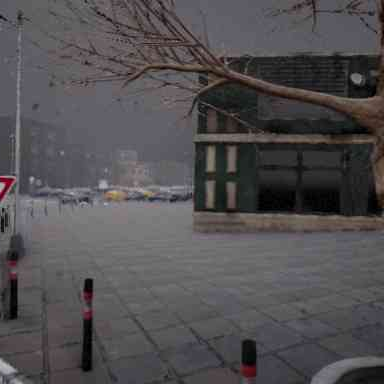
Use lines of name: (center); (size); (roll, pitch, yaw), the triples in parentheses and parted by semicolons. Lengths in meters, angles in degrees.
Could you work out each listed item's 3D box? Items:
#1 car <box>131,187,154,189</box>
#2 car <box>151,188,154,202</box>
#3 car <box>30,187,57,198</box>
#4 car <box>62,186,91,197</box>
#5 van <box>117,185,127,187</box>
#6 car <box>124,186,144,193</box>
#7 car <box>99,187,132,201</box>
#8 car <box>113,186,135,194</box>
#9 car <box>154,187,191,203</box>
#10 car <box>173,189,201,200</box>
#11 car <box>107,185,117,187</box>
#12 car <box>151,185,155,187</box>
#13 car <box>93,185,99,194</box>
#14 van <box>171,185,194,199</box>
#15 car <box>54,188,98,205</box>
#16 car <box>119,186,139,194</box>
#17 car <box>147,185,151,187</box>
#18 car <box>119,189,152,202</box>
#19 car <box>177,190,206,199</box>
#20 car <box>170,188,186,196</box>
car: (-8.672, 0.301, 59.672); (1.882, 1.535, 5.008); (2, 2, 16)
car: (-5.562, 0.483, 59.671); (1.895, 1.301, 4.718); (2, 2, 15)
car: (-23.380, 0.045, 52.971); (4.553, 1.767, 2.185); (1, 1, 15)
car: (-21.231, -0.105, 60.962); (4.553, 1.767, 2.185); (1, 1, 15)
van: (-17.565, -0.492, 74.251); (4.442, 1.987, 1.878); (2, 2, 15)
car: (-14.784, -0.620, 84.924); (4.553, 1.767, 2.185); (2, 2, 15)
car: (-11.376, 0.491, 49.660); (1.882, 1.535, 5.008); (2, 1, 15)
car: (-16.277, -0.510, 79.616); (4.553, 1.767, 2.185); (1, 2, 15)
car: (-2.987, 0.502, 51.217); (4.553, 1.767, 2.185); (1, 1, 15)
car: (-0.813, 0.336, 59.271); (4.553, 1.767, 2.185); (1, 2, 15)
car: (-19.137, -0.404, 68.963); (5.566, 2.045, 2.435); (1, 2, 15)
car: (-13.379, -0.601, 90.258); (4.892, 1.521, 2.231); (1, 2, 15)
car: (-20.553, -0.034, 63.641); (4.892, 1.521, 2.231); (1, 1, 15)
van: (-2.370, 0.346, 54.060); (4.442, 1.987, 1.878); (1, 2, 15)
car: (-13.686, 0.676, 39.544); (2.128, 1.511, 4.902); (1, 1, 11)
car: (-15.561, -0.566, 82.278); (4.553, 1.767, 2.185); (1, 2, 15)
car: (-14.095, -0.547, 87.595); (4.892, 1.521, 2.231); (1, 1, 15)
car: (-8.287, 0.624, 49.599); (2.033, 1.411, 5.357); (2, 1, 15)
car: (-0.094, 0.398, 62.087); (5.008, 1.535, 2.097); (1, 2, 15)
car: (-2.926, 0.002, 69.632); (1.882, 1.535, 5.008); (1, 2, 15)
